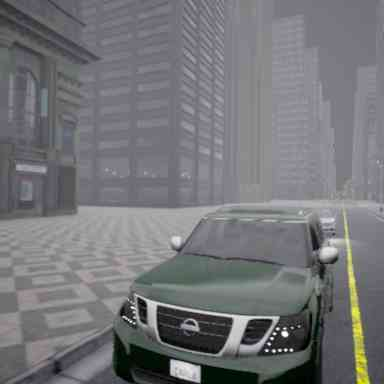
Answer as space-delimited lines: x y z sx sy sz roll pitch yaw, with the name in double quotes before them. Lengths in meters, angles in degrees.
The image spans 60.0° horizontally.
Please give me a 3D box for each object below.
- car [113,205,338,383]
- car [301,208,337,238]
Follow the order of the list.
"car" 1.103 1.278 5.478 2.150 2.045 5.566 0 -1 25
"car" 7.965 1.783 20.626 1.812 1.442 4.674 0 0 24
